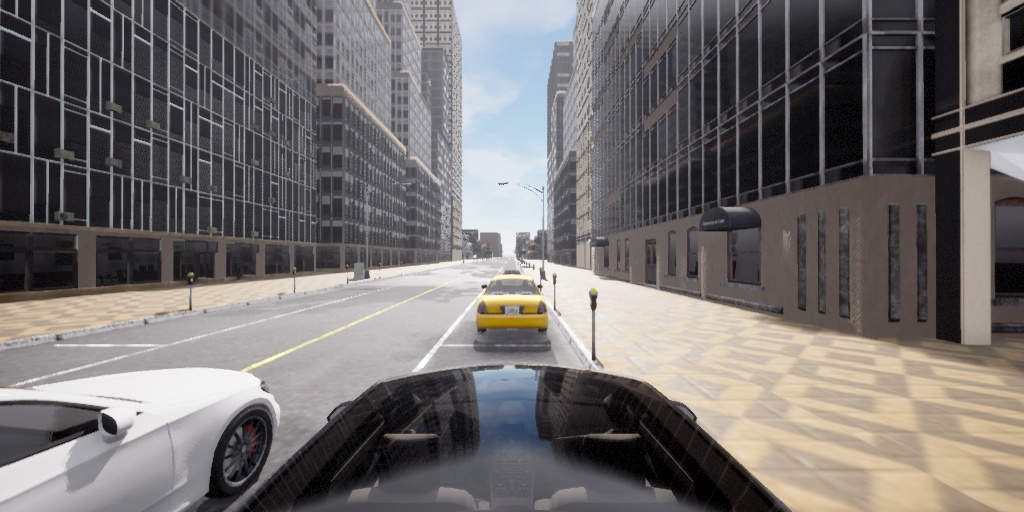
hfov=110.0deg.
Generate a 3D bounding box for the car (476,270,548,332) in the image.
[{"bbox_3d":[0.004,1.197,10.689,1.801,1.575,5.366,0,0,0],"label":"car"}]

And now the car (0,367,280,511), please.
[{"bbox_3d":[-3.145,1.269,1.499,1.812,1.442,4.674,0,0,0],"label":"car"}]
